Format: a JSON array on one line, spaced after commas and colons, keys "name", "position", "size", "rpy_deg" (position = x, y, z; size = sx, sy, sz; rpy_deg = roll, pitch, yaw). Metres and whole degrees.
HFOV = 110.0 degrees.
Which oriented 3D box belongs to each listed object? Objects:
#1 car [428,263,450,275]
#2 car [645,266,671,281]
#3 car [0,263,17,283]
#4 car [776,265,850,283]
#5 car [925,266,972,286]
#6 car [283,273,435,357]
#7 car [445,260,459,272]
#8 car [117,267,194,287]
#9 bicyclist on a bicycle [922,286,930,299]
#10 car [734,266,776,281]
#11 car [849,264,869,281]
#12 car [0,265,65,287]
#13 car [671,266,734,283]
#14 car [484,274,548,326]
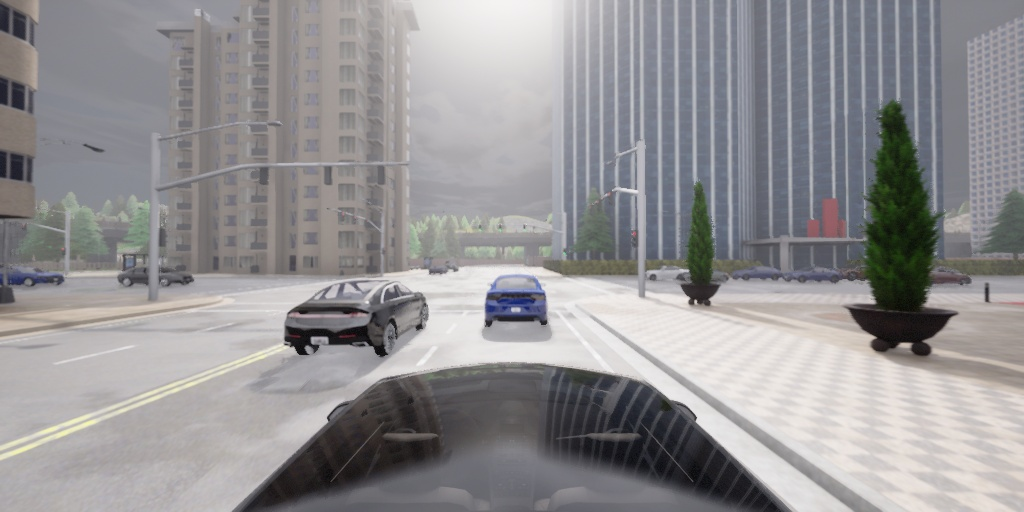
[{"name": "car", "position": [-10.597, 1.994, 51.371], "size": [1.895, 1.301, 4.718], "rpy_deg": [0, -1, 0]}, {"name": "car", "position": [15.208, 1.714, 35.609], "size": [4.674, 1.442, 1.812], "rpy_deg": [0, -1, -1]}, {"name": "car", "position": [-47.175, 1.488, 31.473], "size": [4.553, 1.767, 2.097], "rpy_deg": [0, -1, -1]}, {"name": "car", "position": [26.928, 1.670, 32.220], "size": [4.674, 1.442, 1.812], "rpy_deg": [0, -1, 0]}, {"name": "car", "position": [33.539, 1.622, 28.595], "size": [4.674, 1.442, 1.812], "rpy_deg": [0, -1, -1]}, {"name": "car", "position": [-3.424, 1.333, 8.832], "size": [2.128, 1.511, 4.902], "rpy_deg": [0, -1, 0]}, {"name": "car", "position": [-10.559, 1.753, 62.049], "size": [2.150, 2.045, 5.566], "rpy_deg": [0, -1, 0]}, {"name": "car", "position": [-27.696, 1.596, 27.976], "size": [4.892, 1.490, 1.837], "rpy_deg": [0, -1, -1]}, {"name": "bicyclist on a bicycle", "position": [19.640, 1.257, 17.675], "size": [0.582, 1.620, 1.656], "rpy_deg": [0, -1, -1]}, {"name": "car", "position": [24.291, 1.715, 35.698], "size": [4.674, 1.442, 1.812], "rpy_deg": [0, -1, 0]}, {"name": "car", "position": [34.376, 1.542, 35.794], "size": [4.553, 1.767, 2.097], "rpy_deg": [0, -1, 0]}, {"name": "car", "position": [-37.999, 1.568, 27.888], "size": [5.008, 1.535, 1.882], "rpy_deg": [0, -1, -1]}, {"name": "car", "position": [17.009, 1.707, 32.127], "size": [4.181, 1.385, 1.994], "rpy_deg": [0, -1, -1]}, {"name": "car", "position": [0.160, 1.365, 12.325], "size": [1.882, 1.535, 5.008], "rpy_deg": [0, -1, 1]}]
